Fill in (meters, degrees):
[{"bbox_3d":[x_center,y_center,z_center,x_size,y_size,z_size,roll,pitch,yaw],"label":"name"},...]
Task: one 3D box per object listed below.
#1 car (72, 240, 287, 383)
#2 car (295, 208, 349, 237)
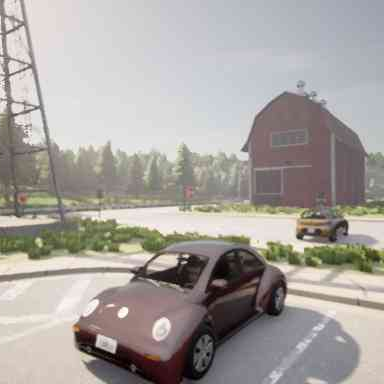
[{"bbox_3d":[0.108,1.553,5.503,1.784,1.438,3.905,-1,0,36],"label":"car"},{"bbox_3d":[6.580,1.551,16.686,1.816,1.474,4.193,-1,0,36],"label":"car"}]
